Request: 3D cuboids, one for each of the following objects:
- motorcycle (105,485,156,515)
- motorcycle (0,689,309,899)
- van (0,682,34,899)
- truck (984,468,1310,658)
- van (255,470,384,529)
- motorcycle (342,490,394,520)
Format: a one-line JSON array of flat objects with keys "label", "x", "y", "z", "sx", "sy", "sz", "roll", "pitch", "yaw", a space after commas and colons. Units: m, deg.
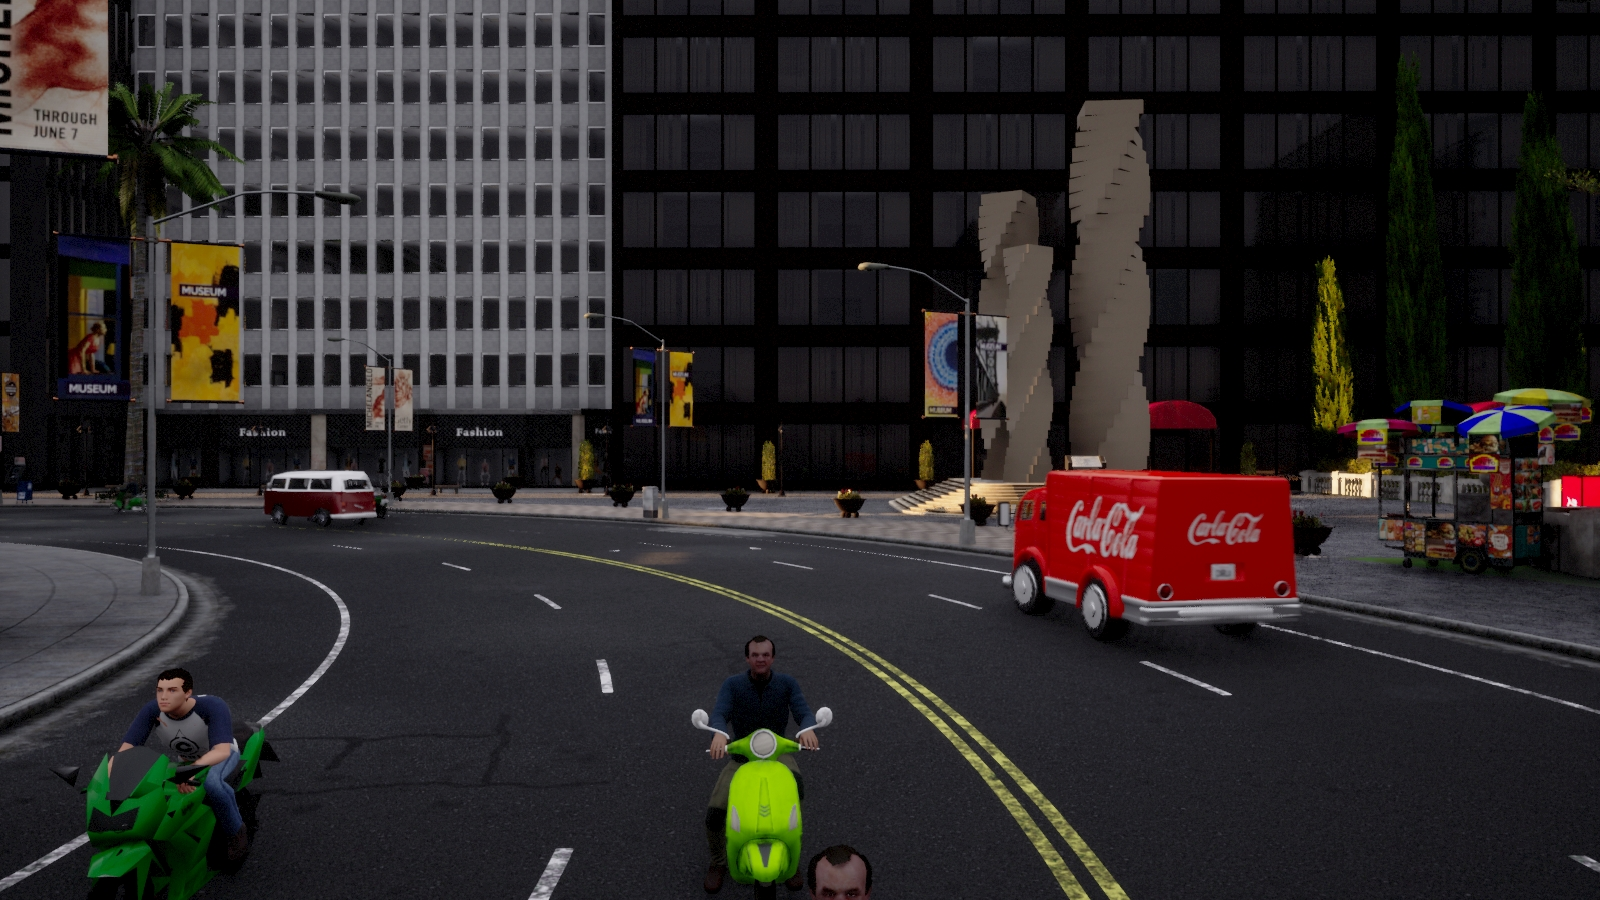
[{"label": "motorcycle", "x": -29.325, "y": 2.182, "z": 50.048, "sx": 1.805, "sy": 1.236, "sz": 0.856, "roll": 0, "pitch": 1, "yaw": 12}, {"label": "motorcycle", "x": -3.697, "y": 2.213, "z": 6.785, "sx": 0.803, "sy": 1.145, "sz": 2.033, "roll": 0, "pitch": 0, "yaw": -4}, {"label": "van", "x": -3.531, "y": 1.783, "z": 1.506, "sx": 2.069, "sy": 2.038, "sz": 4.480, "roll": 0, "pitch": 0, "yaw": -1}, {"label": "truck", "x": 5.193, "y": 1.567, "z": 18.129, "sx": 2.627, "sy": 2.467, "sz": 5.204, "roll": 1, "pitch": 0, "yaw": -14}, {"label": "van", "x": -17.820, "y": 1.783, "z": 42.335, "sx": 4.480, "sy": 2.038, "sz": 2.069, "roll": 0, "pitch": 0, "yaw": 29}, {"label": "motorcycle", "x": -17.411, "y": 2.213, "z": 46.035, "sx": 2.033, "sy": 1.145, "sz": 0.803, "roll": 0, "pitch": 0, "yaw": 28}]
